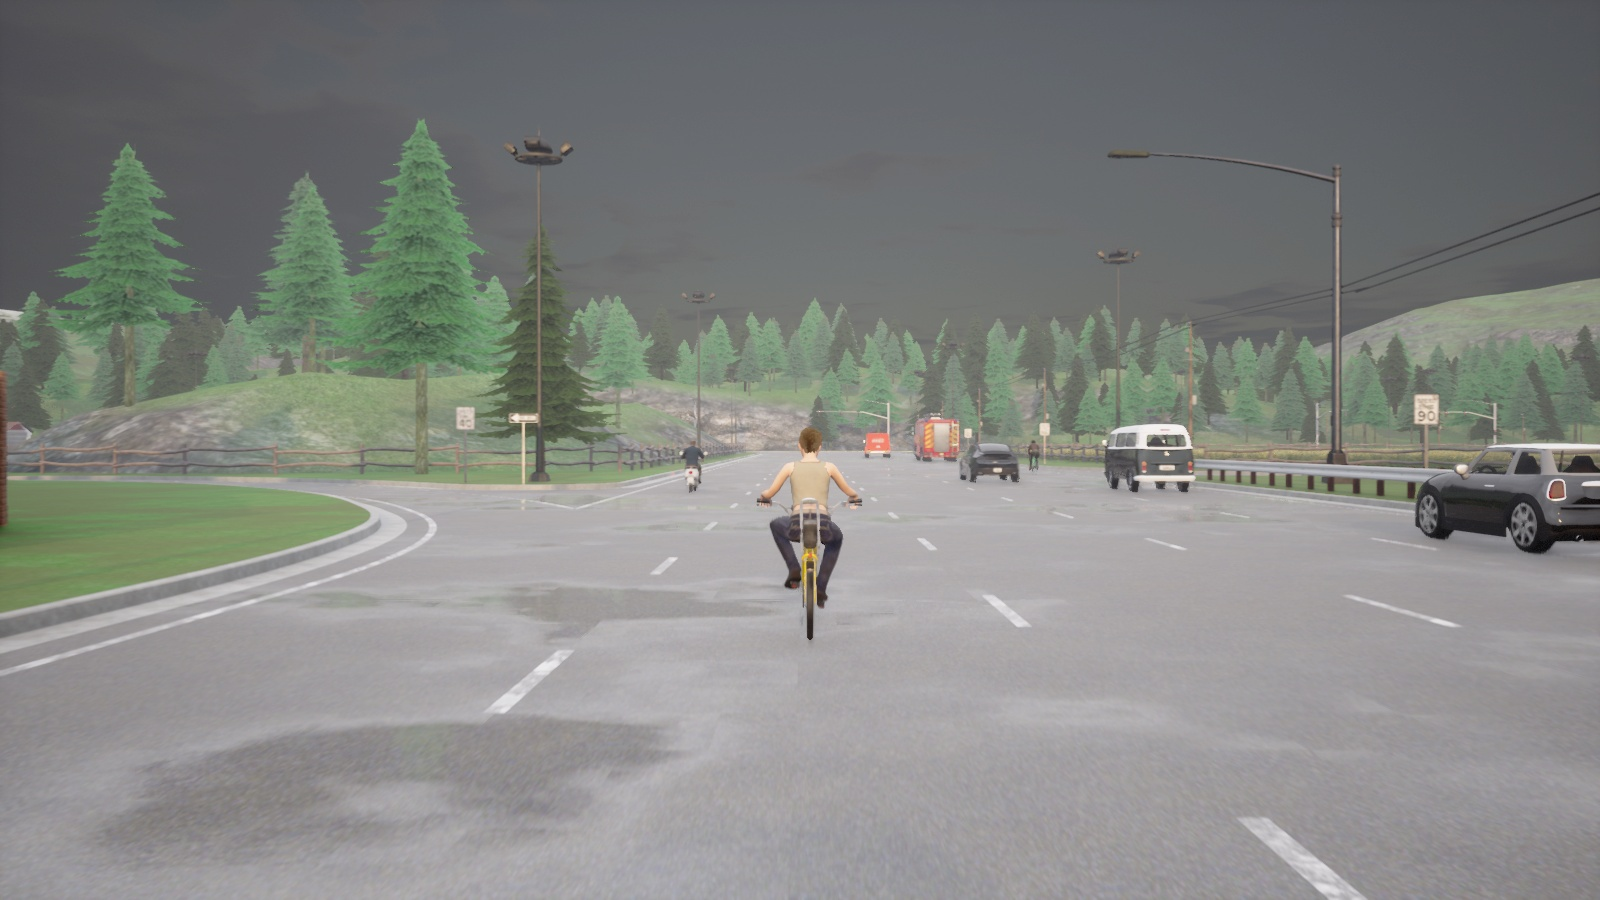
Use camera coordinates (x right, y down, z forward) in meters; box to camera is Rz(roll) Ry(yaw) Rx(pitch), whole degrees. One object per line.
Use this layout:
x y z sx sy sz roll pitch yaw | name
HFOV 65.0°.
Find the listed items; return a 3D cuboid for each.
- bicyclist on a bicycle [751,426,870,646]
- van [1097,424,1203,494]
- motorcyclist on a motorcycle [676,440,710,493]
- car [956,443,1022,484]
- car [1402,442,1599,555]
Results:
0.077 0.627 9.946 0.866 1.612 1.509 0 0 0 | bicyclist on a bicycle
10.735 0.259 38.874 2.069 2.038 4.480 0 0 0 | van
-3.268 0.480 38.517 0.866 1.590 1.817 0 0 0 | motorcyclist on a motorcycle
7.291 0.482 48.795 1.837 1.490 4.892 0 0 0 | car
10.618 0.618 18.209 1.970 1.475 3.806 0 0 0 | car
